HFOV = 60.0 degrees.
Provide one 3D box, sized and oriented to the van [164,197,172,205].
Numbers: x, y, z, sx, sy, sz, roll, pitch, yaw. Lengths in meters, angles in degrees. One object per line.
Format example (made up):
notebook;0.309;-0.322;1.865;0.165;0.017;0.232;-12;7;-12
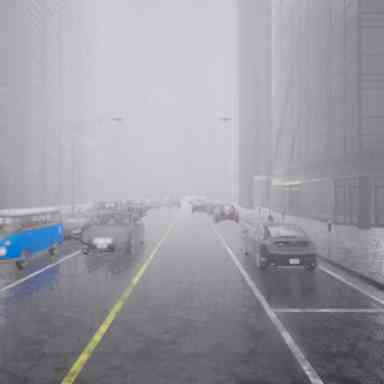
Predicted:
van;-5.689;2.128;78.853;1.690;1.788;3.998;0;-1;0

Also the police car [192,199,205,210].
police car;0.951;1.942;51.862;1.930;1.638;5.238;0;-1;0

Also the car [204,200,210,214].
car;2.798;1.957;39.365;1.947;1.339;4.313;0;-1;0

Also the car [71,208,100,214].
car;-5.749;1.715;16.806;2.008;1.369;4.403;0;-1;0

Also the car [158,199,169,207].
car;-5.700;2.198;67.401;1.752;1.417;4.829;0;-1;0

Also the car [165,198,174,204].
car;-5.683;2.284;84.493;1.967;1.590;4.097;0;-1;0

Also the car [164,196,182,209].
car;-3.005;1.780;56.075;2.150;2.045;5.566;0;-1;1

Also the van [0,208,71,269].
van;-5.755;1.450;11.168;1.690;1.788;3.998;0;-1;0

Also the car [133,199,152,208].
car;-5.733;1.649;33.730;2.192;1.841;5.009;0;-1;0

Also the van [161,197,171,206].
van;-5.695;2.072;73.213;1.690;1.788;3.998;0;-1;0

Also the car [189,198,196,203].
car;0.090;2.275;90.917;1.837;1.490;4.892;0;-1;0

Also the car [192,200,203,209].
car;0.957;2.102;57.751;1.812;1.442;4.674;0;-1;0

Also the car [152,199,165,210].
car;-5.716;2.070;50.649;1.947;1.339;4.313;0;-1;0

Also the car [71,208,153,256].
car;-3.087;1.627;13.881;2.128;1.511;4.902;0;-1;0

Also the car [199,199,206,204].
car;2.848;2.483;90.128;1.802;1.307;4.206;0;-1;0

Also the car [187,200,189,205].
car;0.074;2.233;74.878;1.837;1.490;4.892;0;-1;0

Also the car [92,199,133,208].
car;-5.744;1.535;22.449;2.192;1.841;5.009;0;-1;0

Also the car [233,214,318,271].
car;2.771;1.660;11.164;2.008;1.369;4.403;0;-1;0

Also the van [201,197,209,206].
van;2.831;2.072;73.209;1.690;1.788;3.998;0;-1;0

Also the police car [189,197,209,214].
police car;0.884;1.841;41.853;1.930;1.638;5.238;0;-1;-1

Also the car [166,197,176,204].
car;-5.678;2.215;90.135;2.192;1.841;5.009;0;-1;0

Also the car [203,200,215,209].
car;2.815;2.106;56.286;1.887;1.381;4.507;0;-1;0

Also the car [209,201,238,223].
car;2.787;1.718;28.085;1.967;1.590;4.097;0;-1;0
